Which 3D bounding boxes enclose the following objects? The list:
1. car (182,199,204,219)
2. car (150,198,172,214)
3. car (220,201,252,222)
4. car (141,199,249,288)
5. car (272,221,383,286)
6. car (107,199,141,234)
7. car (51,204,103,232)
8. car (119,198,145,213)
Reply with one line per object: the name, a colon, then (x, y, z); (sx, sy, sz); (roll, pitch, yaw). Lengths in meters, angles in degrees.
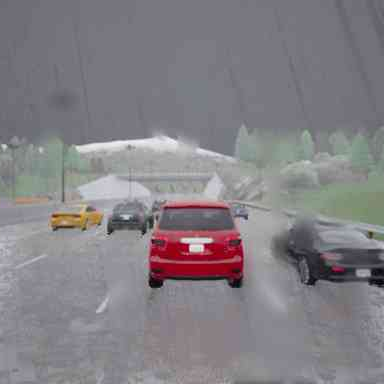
car: (0.086, 1.506, 30.962); (1.882, 1.535, 5.008); (0, 0, 0)
car: (-3.417, 1.527, 37.606); (2.128, 1.511, 4.902); (0, 0, 0)
car: (3.587, 1.573, 28.285); (2.033, 1.411, 5.357); (0, 0, 0)
car: (0.096, 1.230, 9.423); (2.150, 2.045, 5.566); (0, 0, 0)
car: (3.596, 1.534, 9.278); (1.812, 1.442, 4.674); (0, 0, 0)
car: (-3.407, 1.371, 19.310); (2.097, 1.767, 4.553); (0, 0, 0)
car: (-6.909, 1.498, 20.484); (1.882, 1.535, 5.008); (0, 0, 0)
car: (-6.917, 1.529, 38.773); (2.128, 1.511, 4.902); (0, 0, 0)
